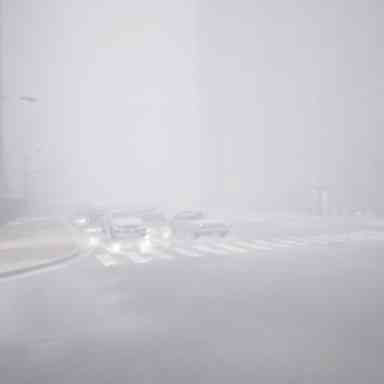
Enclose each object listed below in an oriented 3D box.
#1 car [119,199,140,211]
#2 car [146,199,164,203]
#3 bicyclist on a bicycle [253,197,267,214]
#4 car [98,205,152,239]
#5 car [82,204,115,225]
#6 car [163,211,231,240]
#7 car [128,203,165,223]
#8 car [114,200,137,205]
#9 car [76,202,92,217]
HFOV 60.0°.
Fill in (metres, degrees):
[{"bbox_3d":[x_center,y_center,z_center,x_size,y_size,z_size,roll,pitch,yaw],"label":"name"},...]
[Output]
[{"bbox_3d":[-9.125,1.895,48.315,1.882,1.535,5.008,-1,0,-25],"label":"car"},{"bbox_3d":[-5.548,1.830,48.955,1.882,1.535,5.008,-1,0,-24],"label":"car"},{"bbox_3d":[6.742,1.353,33.149,1.656,1.620,0.582,-1,0,-24],"label":"bicyclist on a bicycle"},{"bbox_3d":[-4.009,1.725,19.179,1.812,1.442,4.674,-1,0,-24],"label":"car"},{"bbox_3d":[-7.680,1.905,27.509,1.895,1.301,4.718,-1,0,-24],"label":"car"},{"bbox_3d":[0.246,1.715,18.207,1.895,1.301,4.718,-1,0,-24],"label":"car"},{"bbox_3d":[-3.484,1.821,26.659,1.895,1.301,4.718,-1,0,-24],"label":"car"},{"bbox_3d":[-7.645,1.886,36.149,2.033,1.411,5.357,-1,0,-24],"label":"car"},{"bbox_3d":[-11.876,1.915,37.099,2.128,1.511,4.902,-1,0,-23],"label":"car"}]
